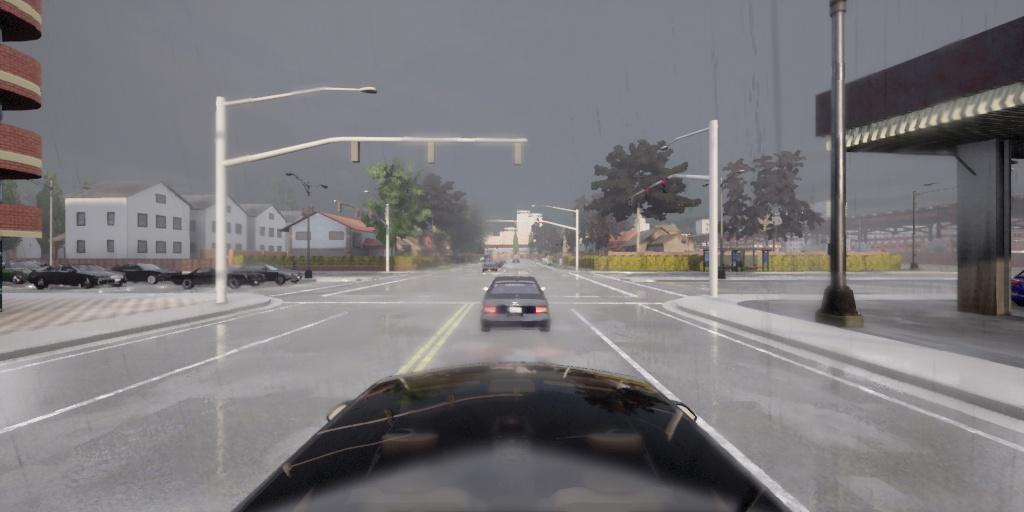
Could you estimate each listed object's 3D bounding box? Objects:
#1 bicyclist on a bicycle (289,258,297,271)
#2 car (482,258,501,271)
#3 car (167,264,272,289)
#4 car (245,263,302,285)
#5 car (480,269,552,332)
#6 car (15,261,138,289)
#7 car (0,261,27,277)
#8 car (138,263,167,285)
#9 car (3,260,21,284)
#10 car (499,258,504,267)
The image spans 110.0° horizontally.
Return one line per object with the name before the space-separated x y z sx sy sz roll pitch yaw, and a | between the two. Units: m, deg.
bicyclist on a bicycle | -26.522 1.051 43.463 0.582 1.620 1.656 0 0 1
car | -2.715 1.298 44.333 2.033 1.411 5.357 0 0 -2
car | -18.092 1.351 22.331 4.718 1.301 1.895 0 0 1
car | -17.707 1.276 25.858 4.674 1.442 1.812 0 0 1
car | 0.087 1.297 10.812 2.033 1.411 5.357 0 0 0
car | -27.124 1.242 22.489 4.902 1.511 2.128 0 0 1
car | -50.280 1.255 34.493 4.892 1.490 1.837 0 0 2
car | -26.769 1.228 25.982 5.008 1.535 1.882 0 0 1
car | -36.054 1.102 26.133 4.553 1.767 2.097 0 0 1
car | -2.756 1.227 60.525 1.882 1.535 5.008 0 0 1
